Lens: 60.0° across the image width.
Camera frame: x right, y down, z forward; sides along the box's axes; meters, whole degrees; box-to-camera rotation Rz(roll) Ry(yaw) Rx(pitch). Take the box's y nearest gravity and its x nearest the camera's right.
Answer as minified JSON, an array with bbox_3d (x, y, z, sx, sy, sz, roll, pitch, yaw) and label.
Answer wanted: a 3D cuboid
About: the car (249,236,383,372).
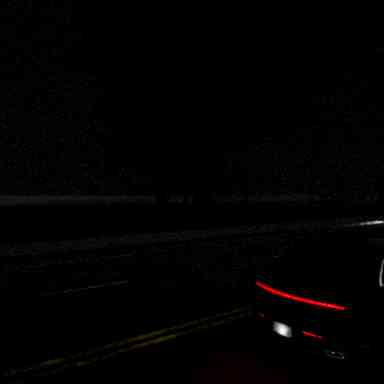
[{"bbox_3d":[3.127,1.521,5.683,4.892,1.490,1.837,0,0,-36],"label":"car"}]
